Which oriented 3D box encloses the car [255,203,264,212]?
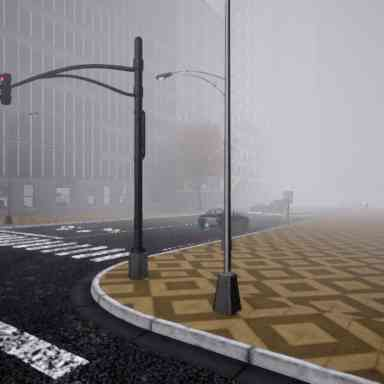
[{"bbox_3d":[11.001,2.496,54.075,1.994,1.385,4.181,0,-1,33],"label":"car"}]

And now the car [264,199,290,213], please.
[{"bbox_3d":[13.718,2.157,52.290,2.150,2.045,5.566,0,-1,33],"label":"car"}]

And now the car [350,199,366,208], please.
[{"bbox_3d":[42.211,3.146,84.396,1.882,1.535,5.008,0,-1,33],"label":"car"}]

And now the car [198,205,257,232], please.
[{"bbox_3d":[2.259,1.879,22.590,2.128,1.511,4.902,0,-1,33],"label":"car"}]

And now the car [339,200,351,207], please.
[{"bbox_3d":[39.481,3.204,86.160,2.033,1.411,5.357,0,-1,33],"label":"car"}]
